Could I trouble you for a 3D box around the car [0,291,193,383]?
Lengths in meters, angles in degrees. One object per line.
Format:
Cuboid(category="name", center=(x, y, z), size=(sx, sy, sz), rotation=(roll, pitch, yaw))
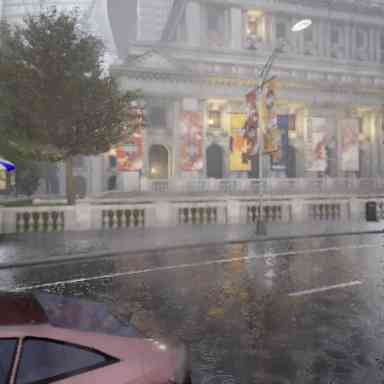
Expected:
Cuboid(category="car", center=(-2.006, 1.565, 2.334), size=(4.181, 1.385, 1.994), rotation=(-1, 1, -33))
